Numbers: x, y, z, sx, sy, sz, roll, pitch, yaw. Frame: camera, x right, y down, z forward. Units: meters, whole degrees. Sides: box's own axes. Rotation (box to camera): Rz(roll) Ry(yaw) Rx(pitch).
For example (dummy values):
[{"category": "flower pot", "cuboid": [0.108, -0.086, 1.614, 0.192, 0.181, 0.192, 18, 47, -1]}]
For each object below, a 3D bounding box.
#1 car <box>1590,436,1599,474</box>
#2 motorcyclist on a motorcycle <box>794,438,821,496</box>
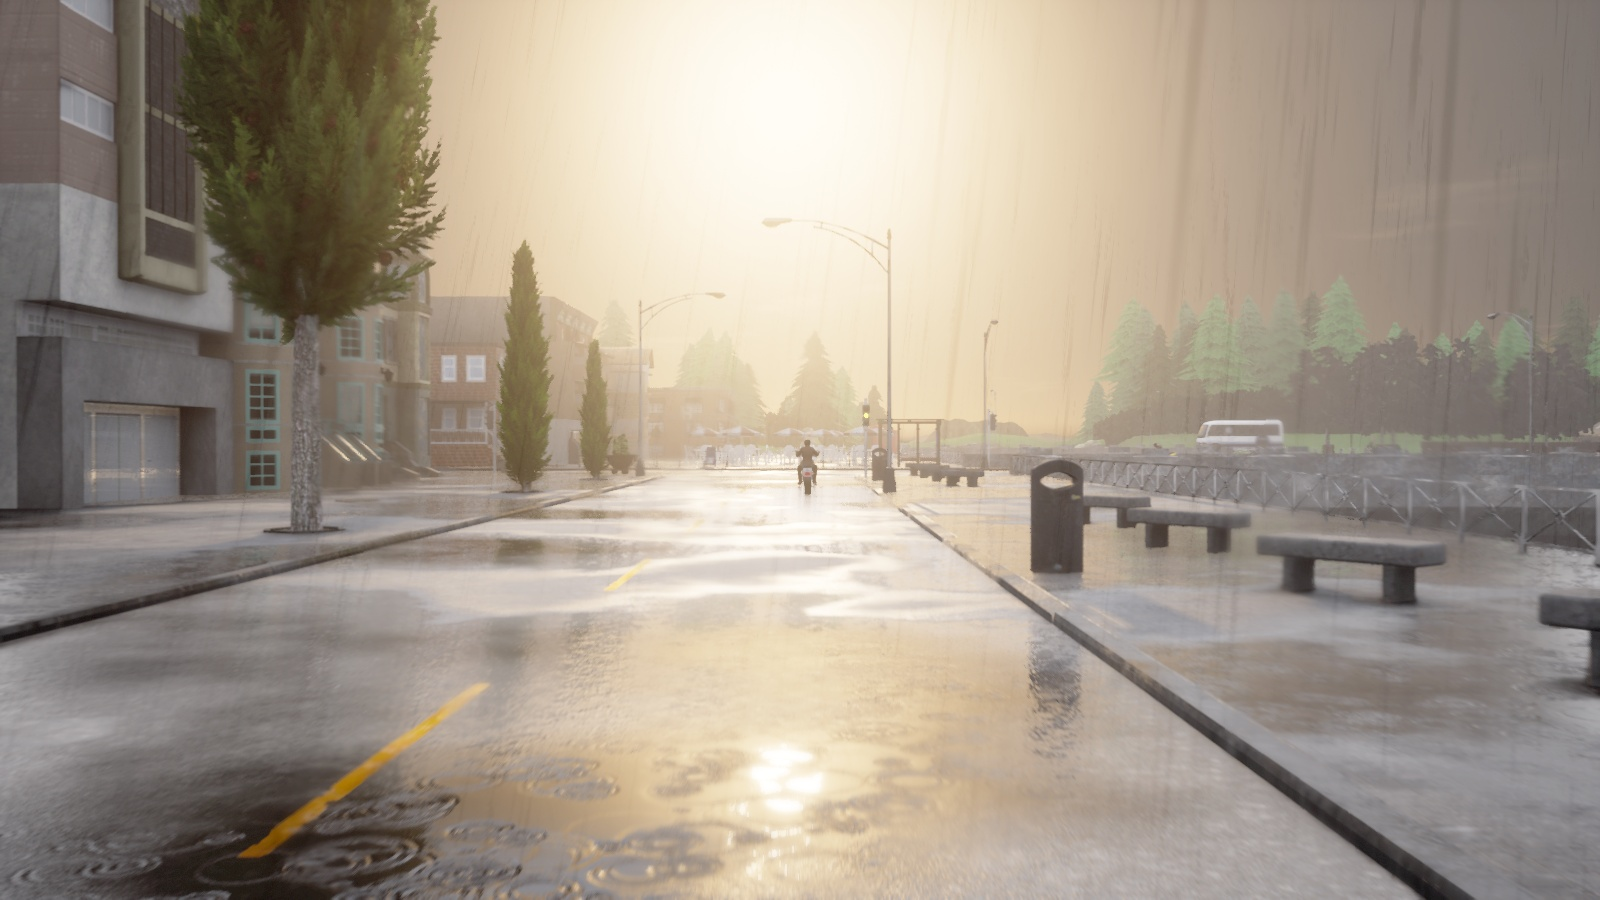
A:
[{"category": "car", "cuboid": [41.566, 0.251, 61.397, 4.605, 1.855, 1.932, 0, 0, 1]}, {"category": "motorcyclist on a motorcycle", "cuboid": [0.222, 0.487, 37.344, 0.766, 1.649, 2.350, 0, 0, 0]}]
